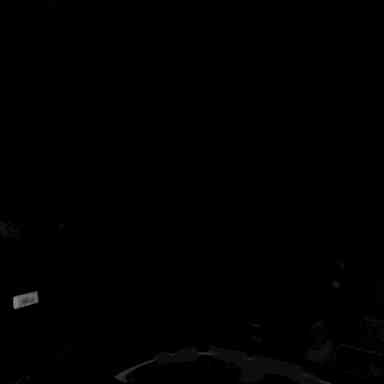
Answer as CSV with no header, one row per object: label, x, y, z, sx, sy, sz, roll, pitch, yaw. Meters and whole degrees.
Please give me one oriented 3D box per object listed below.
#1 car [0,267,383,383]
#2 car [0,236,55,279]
car,0.607,1.530,2.380,4.403,1.369,2.008,2,1,36
car,-3.872,1.407,5.601,4.313,1.339,1.947,2,1,36
